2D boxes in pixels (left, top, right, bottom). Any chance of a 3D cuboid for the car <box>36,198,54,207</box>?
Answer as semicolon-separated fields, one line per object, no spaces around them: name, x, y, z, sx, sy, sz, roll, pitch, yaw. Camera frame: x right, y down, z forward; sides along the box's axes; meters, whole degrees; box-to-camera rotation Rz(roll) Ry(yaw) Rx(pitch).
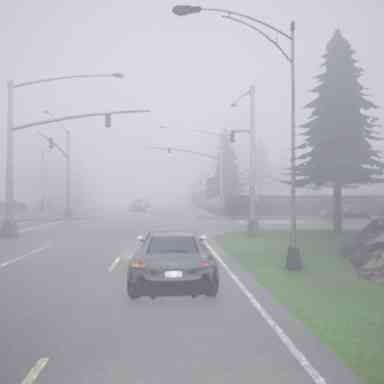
car;-24.926;1.807;56.599;1.970;1.475;3.806;0;0;-4

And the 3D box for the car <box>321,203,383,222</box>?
car;13.206;1.668;27.596;4.902;1.511;2.128;0;0;-6

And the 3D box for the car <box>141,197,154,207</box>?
car;-8.405;1.798;62.778;2.097;1.767;4.553;0;0;-4

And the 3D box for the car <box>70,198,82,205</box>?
car;-22.462;1.846;64.207;1.845;1.501;3.633;0;0;-4

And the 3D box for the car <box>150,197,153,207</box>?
car;-7.636;1.938;52.552;1.994;1.385;4.181;0;0;-4

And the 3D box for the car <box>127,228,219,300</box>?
car;-0.513;1.626;8.655;1.994;1.385;4.181;0;0;-4

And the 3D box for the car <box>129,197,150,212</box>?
car;-6.870;1.657;42.690;2.097;1.767;4.553;0;0;-4

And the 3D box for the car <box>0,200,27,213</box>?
car;-20.668;1.630;38.236;2.007;1.523;4.514;0;0;-4
